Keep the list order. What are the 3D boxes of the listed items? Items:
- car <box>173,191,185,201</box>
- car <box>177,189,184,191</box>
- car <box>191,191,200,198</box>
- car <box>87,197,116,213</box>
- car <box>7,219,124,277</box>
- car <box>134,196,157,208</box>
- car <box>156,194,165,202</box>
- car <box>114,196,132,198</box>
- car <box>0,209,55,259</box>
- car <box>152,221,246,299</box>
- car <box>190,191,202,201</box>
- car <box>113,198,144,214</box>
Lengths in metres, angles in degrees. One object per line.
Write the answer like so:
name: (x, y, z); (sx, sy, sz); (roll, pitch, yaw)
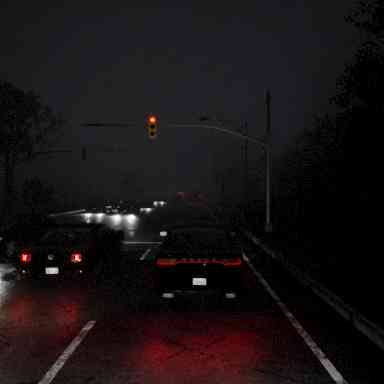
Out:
car: (-2.808, 1.070, 66.869); (2.033, 1.411, 5.357); (0, 3, 1)
car: (-2.689, 0.173, 77.247); (2.097, 1.767, 4.553); (0, 3, 1)
car: (0.815, 0.561, 77.603); (1.895, 1.301, 4.718); (0, 3, 1)
car: (-10.246, 1.564, 37.068); (1.994, 1.385, 4.181); (0, 0, 1)
car: (-3.373, 1.601, 10.199); (1.895, 1.301, 4.718); (0, 0, -1)
car: (-6.623, 1.563, 47.648); (1.994, 1.385, 4.181); (0, 0, 1)
car: (-6.366, 1.171, 65.271); (1.994, 1.385, 4.181); (0, 3, 1)
car: (-10.147, 1.352, 45.669); (2.097, 1.767, 4.553); (0, 0, 1)
car: (-7.016, 1.477, 12.866); (1.882, 1.535, 5.008); (0, 0, 1)
car: (0.153, 1.478, 8.522); (1.882, 1.535, 5.008); (0, 0, 0)
car: (0.792, 0.738, 66.938); (2.150, 2.045, 5.566); (0, 3, 1)
car: (-6.761, 1.601, 35.990); (1.895, 1.301, 4.718); (0, 0, 1)
